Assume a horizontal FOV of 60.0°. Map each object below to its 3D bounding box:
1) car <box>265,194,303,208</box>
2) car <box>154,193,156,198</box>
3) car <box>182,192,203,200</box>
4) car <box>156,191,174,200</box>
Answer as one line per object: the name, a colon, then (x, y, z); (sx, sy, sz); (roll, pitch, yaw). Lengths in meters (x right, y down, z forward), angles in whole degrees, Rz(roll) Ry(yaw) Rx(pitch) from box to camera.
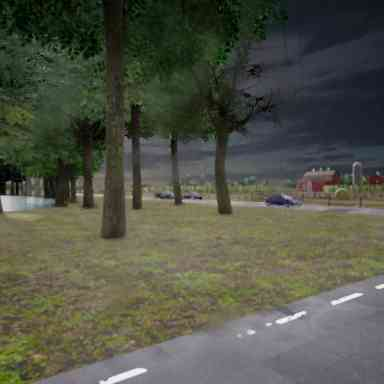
car: (10.564, 1.010, 38.585); (1.812, 1.442, 4.674); (-1, 2, -36)
car: (-5.892, 0.488, 66.244); (2.128, 1.511, 4.902); (-1, 1, -36)
car: (0.023, 0.685, 58.146); (1.994, 1.385, 4.181); (-1, 2, -35)
car: (-3.741, 0.690, 58.546); (2.033, 1.411, 5.357); (-1, 1, -35)
